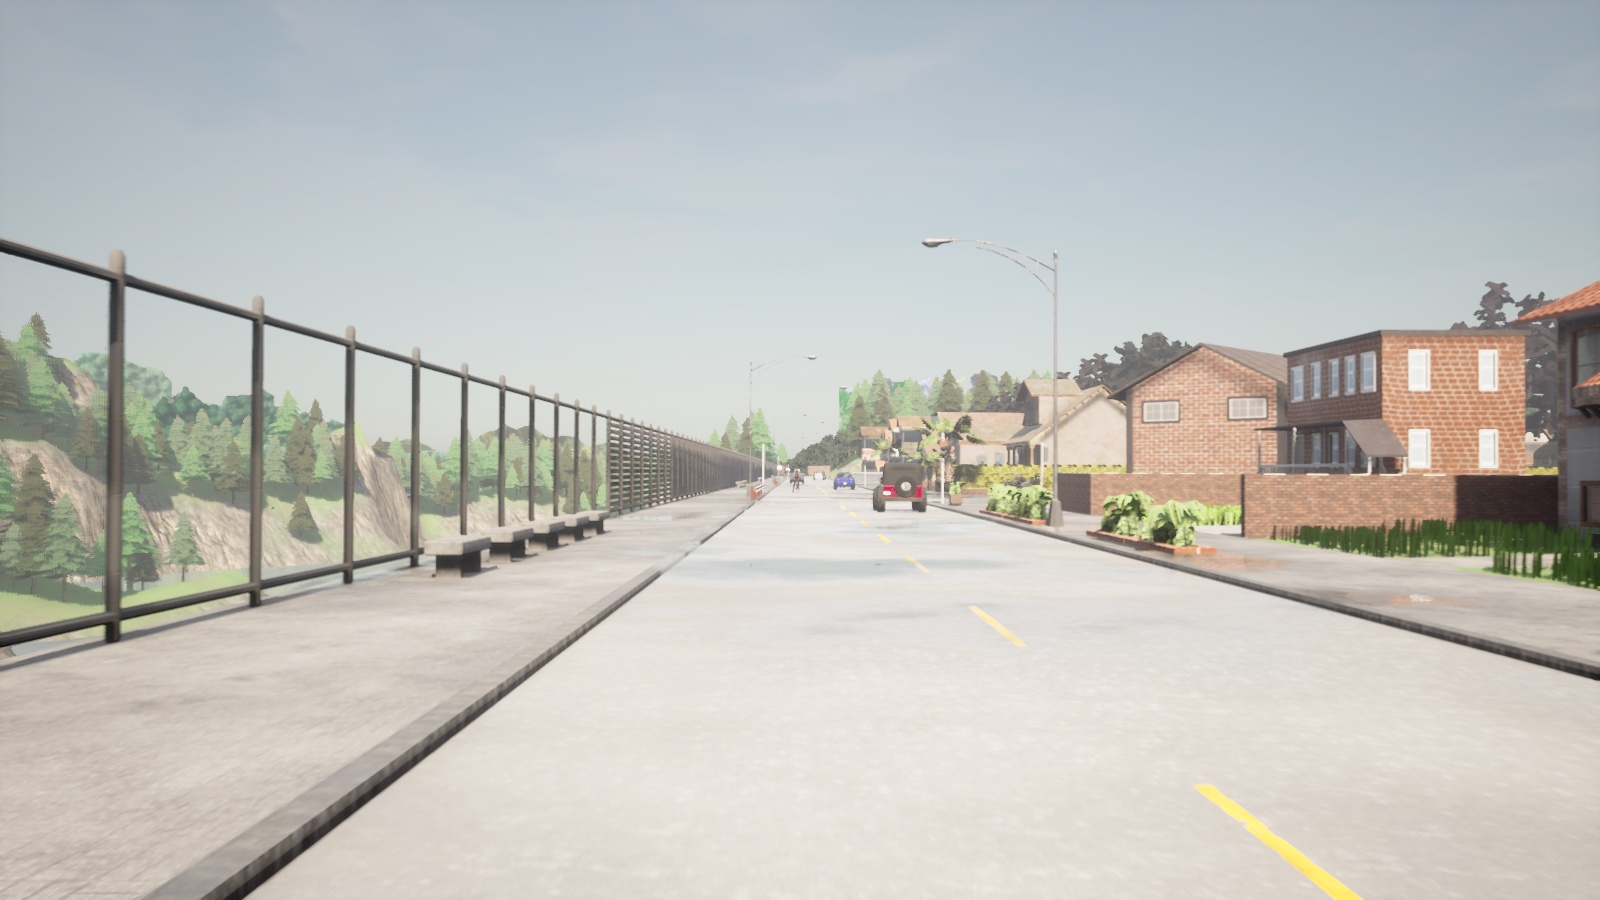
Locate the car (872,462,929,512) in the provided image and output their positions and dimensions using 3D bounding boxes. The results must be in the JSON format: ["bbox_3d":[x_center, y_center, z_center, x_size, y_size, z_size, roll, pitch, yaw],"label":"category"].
[{"bbox_3d":[3.880,1.416,49.042,1.905,1.878,3.866,0,-1,0],"label":"car"}]
